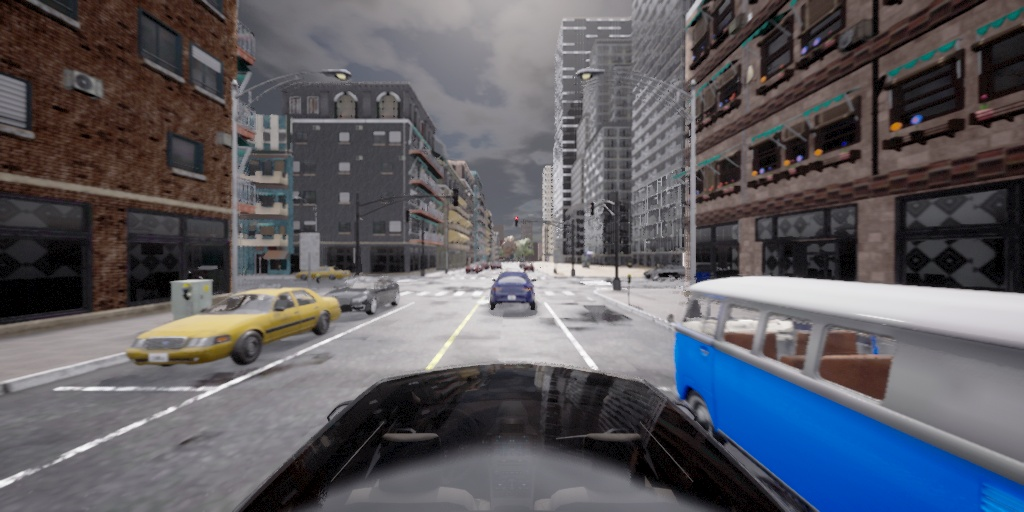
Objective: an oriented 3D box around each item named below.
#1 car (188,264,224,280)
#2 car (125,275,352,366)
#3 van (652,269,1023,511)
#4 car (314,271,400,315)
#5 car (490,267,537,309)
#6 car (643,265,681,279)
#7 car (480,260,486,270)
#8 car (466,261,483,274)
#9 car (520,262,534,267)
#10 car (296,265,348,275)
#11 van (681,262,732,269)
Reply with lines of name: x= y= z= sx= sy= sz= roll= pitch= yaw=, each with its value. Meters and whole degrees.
car: x=-23.227 y=1.539 z=25.612 sx=4.097 sy=1.591 sz=1.967 roll=0 pitch=0 yaw=0
car: x=-5.689 y=1.340 z=8.180 sx=1.751 sy=1.417 sz=4.829 roll=0 pitch=0 yaw=0
van: x=2.690 y=1.100 z=2.648 sx=1.690 sy=1.789 sz=3.998 roll=0 pitch=0 yaw=0
car: x=-5.688 y=1.420 z=14.014 sx=2.007 sy=1.370 sz=4.403 roll=0 pitch=0 yaw=0
car: x=0.097 y=1.412 z=15.737 sx=1.812 sy=1.442 sz=4.674 roll=0 pitch=0 yaw=3
car: x=14.685 y=1.536 z=34.044 sx=4.313 sy=1.339 sz=1.948 roll=0 pitch=0 yaw=0
car: x=-5.674 y=1.744 z=57.727 sx=1.967 sy=1.591 sz=4.097 roll=0 pitch=0 yaw=0
car: x=-5.676 y=1.793 z=52.078 sx=1.888 sy=1.381 sz=4.507 roll=0 pitch=0 yaw=0
car: x=2.673 y=1.850 z=57.781 sx=1.888 sy=1.381 sz=4.507 roll=0 pitch=0 yaw=0
car: x=-17.873 y=1.569 z=34.000 sx=4.829 sy=1.417 sz=1.751 roll=0 pitch=0 yaw=0
van: x=14.696 y=1.353 z=25.662 sx=3.998 sy=1.789 sz=1.690 roll=0 pitch=0 yaw=0
